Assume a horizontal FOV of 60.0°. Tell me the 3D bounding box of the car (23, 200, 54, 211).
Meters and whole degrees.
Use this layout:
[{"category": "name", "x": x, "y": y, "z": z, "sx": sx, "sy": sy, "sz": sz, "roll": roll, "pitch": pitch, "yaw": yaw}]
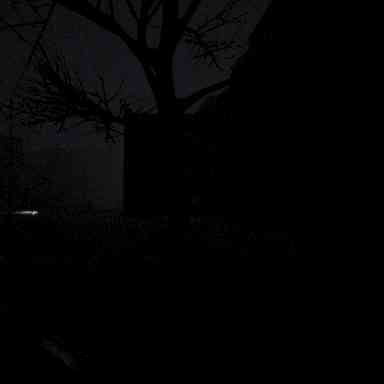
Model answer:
[{"category": "car", "x": -19.266, "y": 1.668, "z": 41.874, "sx": 1.994, "sy": 1.385, "sz": 4.181, "roll": 1, "pitch": 0, "yaw": 7}]
